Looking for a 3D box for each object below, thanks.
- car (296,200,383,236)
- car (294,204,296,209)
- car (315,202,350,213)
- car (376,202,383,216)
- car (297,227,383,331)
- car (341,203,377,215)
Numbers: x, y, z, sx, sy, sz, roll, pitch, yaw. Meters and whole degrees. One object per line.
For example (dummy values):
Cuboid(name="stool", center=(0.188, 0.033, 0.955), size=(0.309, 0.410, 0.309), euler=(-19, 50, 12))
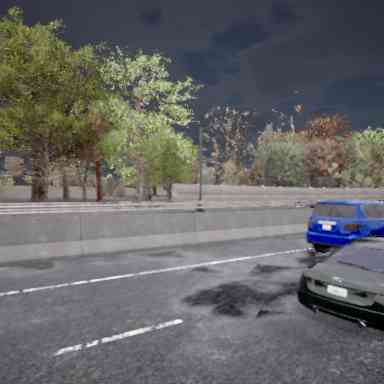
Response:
Cuboid(name="car", center=(6.779, 1.333, 12.894), size=(5.566, 2.045, 2.150), euler=(1, -1, -35))
Cuboid(name="car", center=(15.982, 1.853, 45.394), size=(4.902, 1.511, 2.128), euler=(1, 0, -36))
Cuboid(name="car", center=(18.009, 1.963, 42.635), size=(4.718, 1.301, 1.895), euler=(1, 0, -35))
Cuboid(name="car", center=(22.842, 1.897, 37.483), size=(4.674, 1.442, 1.812), euler=(1, 0, -35))
Cuboid(name="car", center=(4.052, 1.627, 6.675), size=(4.181, 1.385, 1.994), euler=(1, 0, -35))
Cuboid(name="car", center=(20.051, 1.963, 39.793), size=(4.718, 1.301, 1.895), euler=(1, 0, -35))
